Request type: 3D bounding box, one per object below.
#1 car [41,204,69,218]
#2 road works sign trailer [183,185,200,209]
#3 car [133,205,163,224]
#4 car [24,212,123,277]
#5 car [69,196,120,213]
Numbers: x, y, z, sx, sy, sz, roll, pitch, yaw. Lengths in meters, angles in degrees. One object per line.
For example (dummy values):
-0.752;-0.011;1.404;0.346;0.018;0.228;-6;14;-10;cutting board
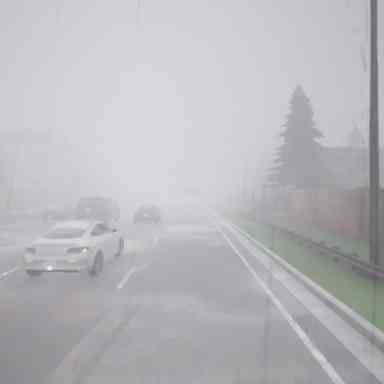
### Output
-10.409;1.653;26.704;1.812;1.442;4.674;0;0;0;car
0.008;0.708;51.184;2.380;3.560;2.880;0;0;0;road works sign trailer
-3.396;1.690;26.360;1.994;1.385;4.181;0;0;0;car
-3.414;1.575;10.271;1.812;1.442;4.674;0;0;0;car
-6.896;1.340;24.787;2.150;2.045;5.566;0;0;0;car
